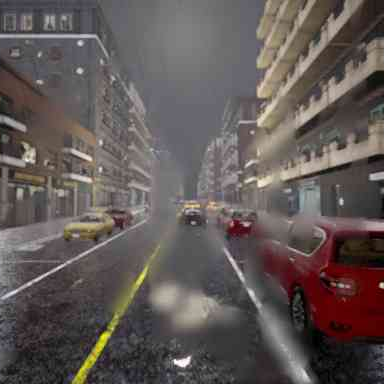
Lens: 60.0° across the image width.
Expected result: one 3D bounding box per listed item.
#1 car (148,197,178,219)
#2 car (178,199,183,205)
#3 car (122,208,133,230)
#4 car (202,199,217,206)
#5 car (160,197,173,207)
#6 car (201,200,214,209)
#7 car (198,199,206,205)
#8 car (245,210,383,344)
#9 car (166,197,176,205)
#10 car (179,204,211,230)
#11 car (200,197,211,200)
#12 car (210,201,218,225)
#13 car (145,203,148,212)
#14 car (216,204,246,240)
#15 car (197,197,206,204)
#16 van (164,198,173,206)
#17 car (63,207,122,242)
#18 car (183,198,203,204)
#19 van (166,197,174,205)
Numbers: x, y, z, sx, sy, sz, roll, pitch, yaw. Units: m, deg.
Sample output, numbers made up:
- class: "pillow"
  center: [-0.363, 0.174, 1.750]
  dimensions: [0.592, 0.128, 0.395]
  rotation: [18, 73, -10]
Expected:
- class: "car"
  center: [-2.856, 1.701, 33.370]
  dimensions: [2.097, 1.767, 4.553]
  rotation: [0, -1, 0]
- class: "car"
  center: [-2.773, 2.311, 74.848]
  dimensions: [2.033, 1.411, 5.357]
  rotation: [0, -1, 0]
- class: "car"
  center: [-5.297, 1.786, 23.458]
  dimensions: [1.887, 1.381, 4.507]
  rotation: [2, -1, 0]
- class: "car"
  center: [2.577, 1.955, 40.618]
  dimensions: [1.752, 1.417, 4.829]
  rotation: [2, -1, 0]
- class: "car"
  center: [-5.306, 2.067, 68.774]
  dimensions: [2.192, 1.841, 5.009]
  rotation: [2, -1, 0]
- class: "car"
  center: [2.570, 2.169, 57.439]
  dimensions: [2.008, 1.369, 4.403]
  rotation: [2, -1, 0]
- class: "car"
  center: [2.561, 2.516, 85.761]
  dimensions: [2.008, 1.369, 4.403]
  rotation: [2, -1, 0]
- class: "car"
  center: [2.595, 1.381, 6.467]
  dimensions: [2.192, 1.841, 5.009]
  rotation: [2, -1, 0]
- class: "car"
  center: [-5.311, 2.279, 85.767]
  dimensions: [2.192, 1.841, 5.009]
  rotation: [2, -1, 0]
- class: "car"
  center: [0.094, 1.759, 22.685]
  dimensions: [1.812, 1.442, 4.674]
  rotation: [0, 0, 0]
- class: "car"
  center: [2.581, 1.806, 46.114]
  dimensions: [2.192, 1.841, 5.009]
  rotation: [2, -1, 0]
- class: "car"
  center: [2.585, 1.683, 23.456]
  dimensions: [1.967, 1.590, 4.097]
  rotation: [2, -1, 0]
- class: "car"
  center: [-5.301, 1.930, 46.116]
  dimensions: [1.967, 1.590, 4.097]
  rotation: [2, -1, 0]
- class: "car"
  center: [2.587, 1.623, 17.791]
  dimensions: [1.967, 1.590, 4.097]
  rotation: [2, -1, 0]
- class: "car"
  center: [2.565, 2.352, 91.428]
  dimensions: [2.192, 1.841, 5.009]
  rotation: [2, -1, 0]
- class: "van"
  center: [-5.308, 2.163, 74.437]
  dimensions: [1.690, 1.788, 3.998]
  rotation: [2, -1, 0]
- class: "car"
  center: [-5.295, 1.705, 17.623]
  dimensions: [1.752, 1.417, 4.829]
  rotation: [2, -1, 0]
- class: "car"
  center: [0.085, 1.909, 42.643]
  dimensions: [1.801, 1.575, 5.366]
  rotation: [0, 0, 0]
- class: "van"
  center: [-5.310, 2.234, 80.102]
  dimensions: [1.690, 1.788, 3.998]
  rotation: [2, -1, 0]
